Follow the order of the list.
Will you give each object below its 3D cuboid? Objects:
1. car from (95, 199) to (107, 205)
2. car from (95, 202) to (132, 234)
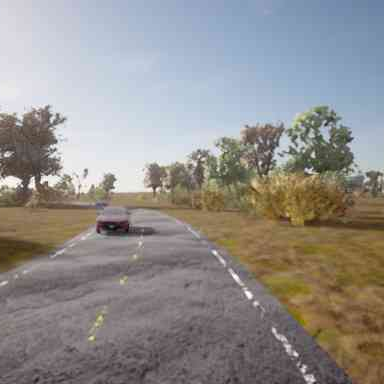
[{"bbox_3d":[-16.355,2.002,60.401,1.994,1.385,4.181,0,0,-23],"label":"car"},{"bbox_3d":[-4.795,1.641,20.776,1.882,1.535,5.008,0,0,-9],"label":"car"}]
